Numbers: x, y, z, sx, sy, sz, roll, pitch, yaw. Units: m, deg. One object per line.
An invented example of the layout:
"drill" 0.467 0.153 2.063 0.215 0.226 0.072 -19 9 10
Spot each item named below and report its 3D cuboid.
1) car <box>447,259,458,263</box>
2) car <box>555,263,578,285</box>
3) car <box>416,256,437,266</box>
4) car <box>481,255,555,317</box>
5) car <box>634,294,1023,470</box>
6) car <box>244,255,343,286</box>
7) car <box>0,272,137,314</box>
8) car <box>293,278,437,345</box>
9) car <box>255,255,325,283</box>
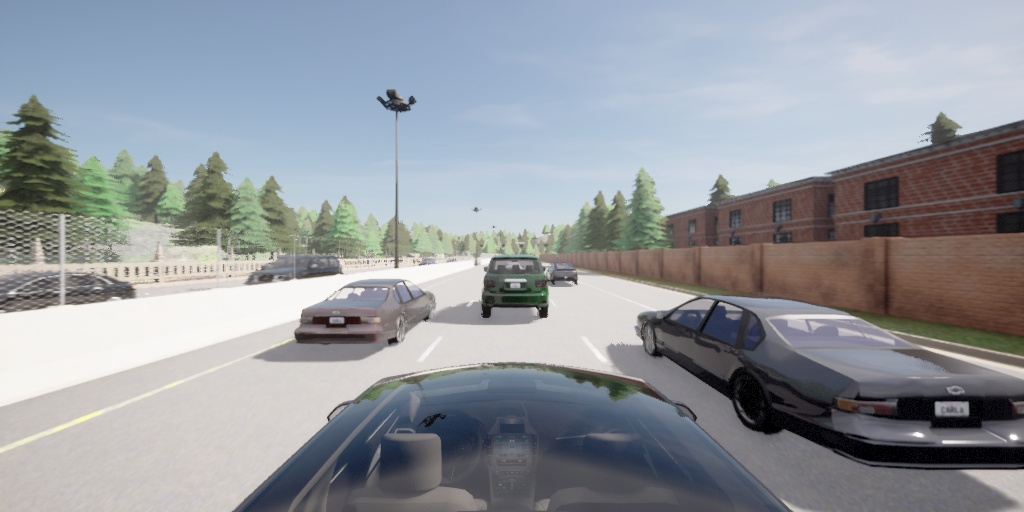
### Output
"car" -10.514 1.281 64.068 1.837 1.490 4.892 0 0 0
"car" 3.595 1.243 26.253 2.128 1.511 4.902 0 0 0
"car" -14.019 1.103 60.285 2.097 1.767 4.553 0 0 0
"car" 0.098 0.972 13.285 2.150 2.045 5.566 0 0 0
"car" 3.600 1.298 5.446 2.033 1.411 5.357 0 0 0
"car" -10.599 0.972 18.040 2.150 2.045 5.566 0 0 0
"car" -14.098 1.254 10.495 1.837 1.490 4.892 0 0 0
"car" -3.401 1.298 9.462 2.033 1.411 5.357 0 0 0
"car" -17.602 0.972 28.887 2.150 2.045 5.566 0 0 0
